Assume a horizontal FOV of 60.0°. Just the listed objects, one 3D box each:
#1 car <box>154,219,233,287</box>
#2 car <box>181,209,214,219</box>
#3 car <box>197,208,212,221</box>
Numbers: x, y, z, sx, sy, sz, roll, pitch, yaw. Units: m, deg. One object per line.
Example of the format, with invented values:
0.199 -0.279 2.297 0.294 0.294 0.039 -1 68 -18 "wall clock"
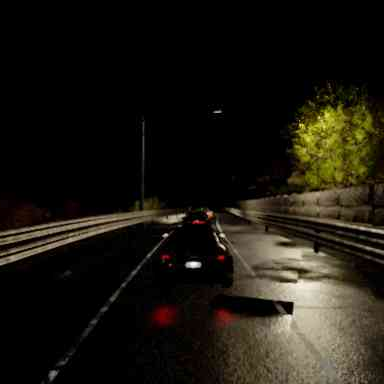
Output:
0.064 1.707 9.732 1.994 1.385 4.181 0 -1 1 "car"
0.344 2.057 21.814 1.837 1.490 4.892 0 -3 2 "car"
1.742 2.963 44.494 1.882 1.535 5.008 0 -2 4 "car"
